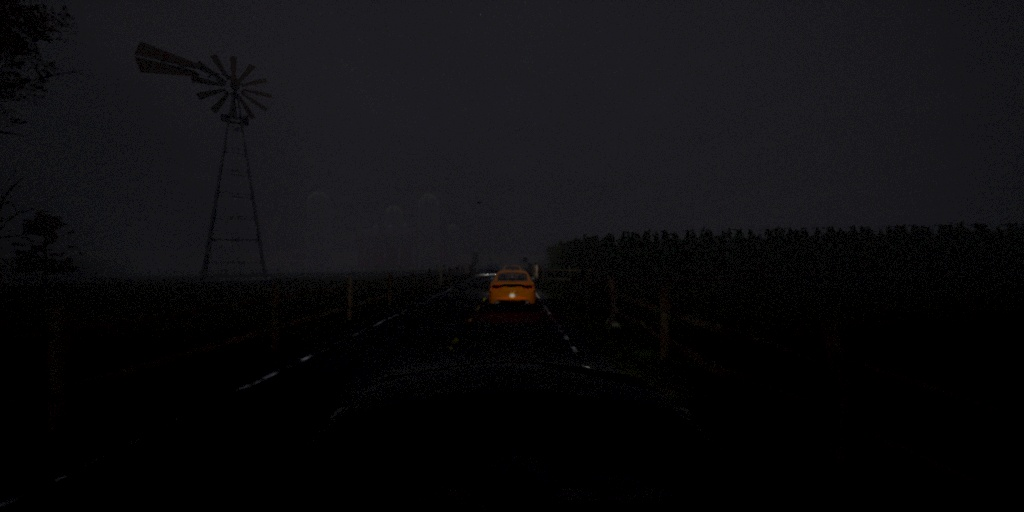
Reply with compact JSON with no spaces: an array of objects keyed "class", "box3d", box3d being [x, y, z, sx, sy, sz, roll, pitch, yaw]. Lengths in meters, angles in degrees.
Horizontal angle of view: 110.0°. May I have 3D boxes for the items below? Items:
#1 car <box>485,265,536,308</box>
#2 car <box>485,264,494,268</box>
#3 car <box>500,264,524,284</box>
[{"class":"car","box3d":[0.029,1.368,16.100,1.882,1.535,5.008,0,0,0]},{"class":"car","box3d":[-2.753,1.794,51.387,2.033,1.411,5.357,0,-1,0]},{"class":"car","box3d":[0.032,1.518,31.103,1.882,1.535,5.008,0,0,0]}]
